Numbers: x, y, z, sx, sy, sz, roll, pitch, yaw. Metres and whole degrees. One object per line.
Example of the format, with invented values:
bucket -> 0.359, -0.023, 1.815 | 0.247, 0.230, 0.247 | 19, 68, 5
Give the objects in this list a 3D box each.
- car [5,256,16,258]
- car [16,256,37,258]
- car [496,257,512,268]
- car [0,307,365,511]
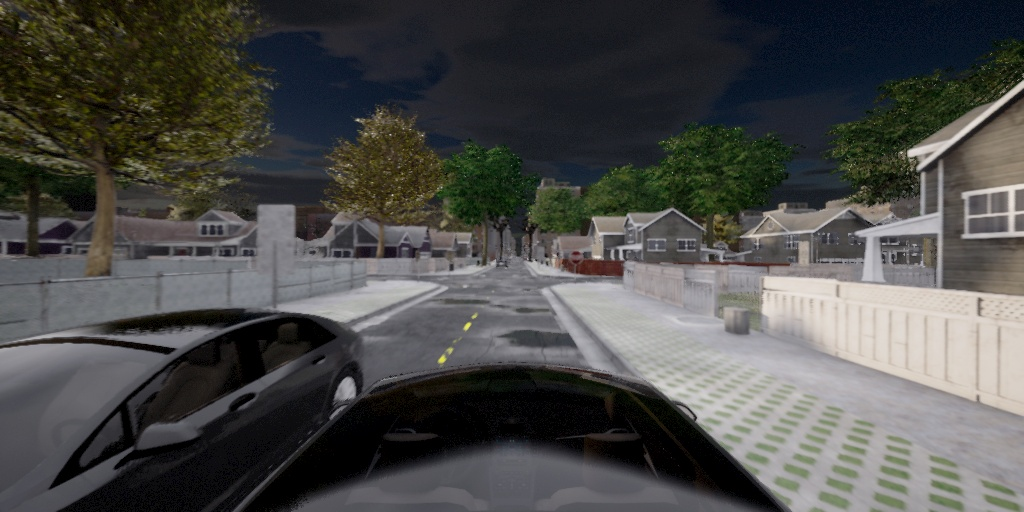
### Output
car -> -42.718, 0.612, 28.065 | 4.553, 1.767, 2.097 | 1, 0, 2
car -> -42.903, 0.758, 30.913 | 4.892, 1.490, 1.837 | 0, 0, 2
car -> -1.645, 1.166, 59.978 | 2.128, 1.511, 4.902 | 0, 0, 2
car -> -2.783, 1.249, 2.624 | 1.837, 1.490, 4.892 | 0, 0, 1
